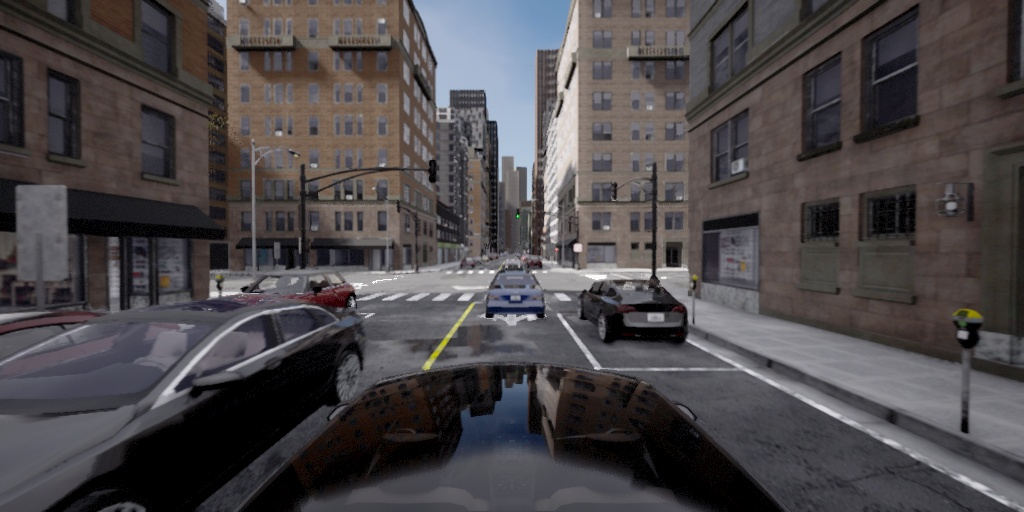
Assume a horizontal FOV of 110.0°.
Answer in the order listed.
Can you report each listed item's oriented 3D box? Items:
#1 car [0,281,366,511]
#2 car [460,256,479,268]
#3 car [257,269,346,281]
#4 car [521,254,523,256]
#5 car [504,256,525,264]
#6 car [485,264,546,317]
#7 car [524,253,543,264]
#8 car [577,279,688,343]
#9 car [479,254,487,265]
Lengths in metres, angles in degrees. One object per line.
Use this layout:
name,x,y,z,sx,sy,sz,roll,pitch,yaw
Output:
car,-3.061,1.224,3.339,2.128,1.511,4.902,0,0,0
car,-5.644,0.838,46.300,1.802,1.307,4.207,0,0,0
car,-5.670,1.101,9.200,1.967,1.591,4.097,0,0,0
car,2.900,0.698,57.105,2.007,1.370,4.403,0,0,0
car,0.099,0.984,36.388,1.895,1.301,4.718,0,1,0
car,0.098,1.172,12.396,2.033,1.411,5.357,0,1,0
car,2.882,0.696,46.288,1.967,1.591,4.097,0,0,0
car,2.855,1.227,9.202,1.948,1.339,4.313,0,0,0
car,-5.626,0.698,57.116,2.007,1.370,4.403,0,0,0
